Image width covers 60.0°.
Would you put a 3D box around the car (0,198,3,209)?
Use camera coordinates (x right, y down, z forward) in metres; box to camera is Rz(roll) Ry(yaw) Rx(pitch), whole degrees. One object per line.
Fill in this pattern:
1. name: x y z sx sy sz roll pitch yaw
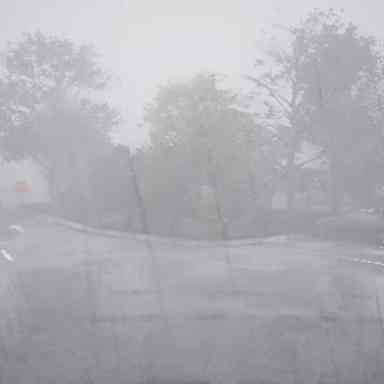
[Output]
1. car: -20.966 1.072 34.681 1.994 1.385 4.181 -3 3 -29

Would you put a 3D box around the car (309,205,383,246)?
1. car: 8.010 1.541 15.525 2.002 1.452 4.674 0 0 -35

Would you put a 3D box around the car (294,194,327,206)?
1. car: 15.552 1.029 44.575 2.097 1.767 4.553 -3 3 -36
